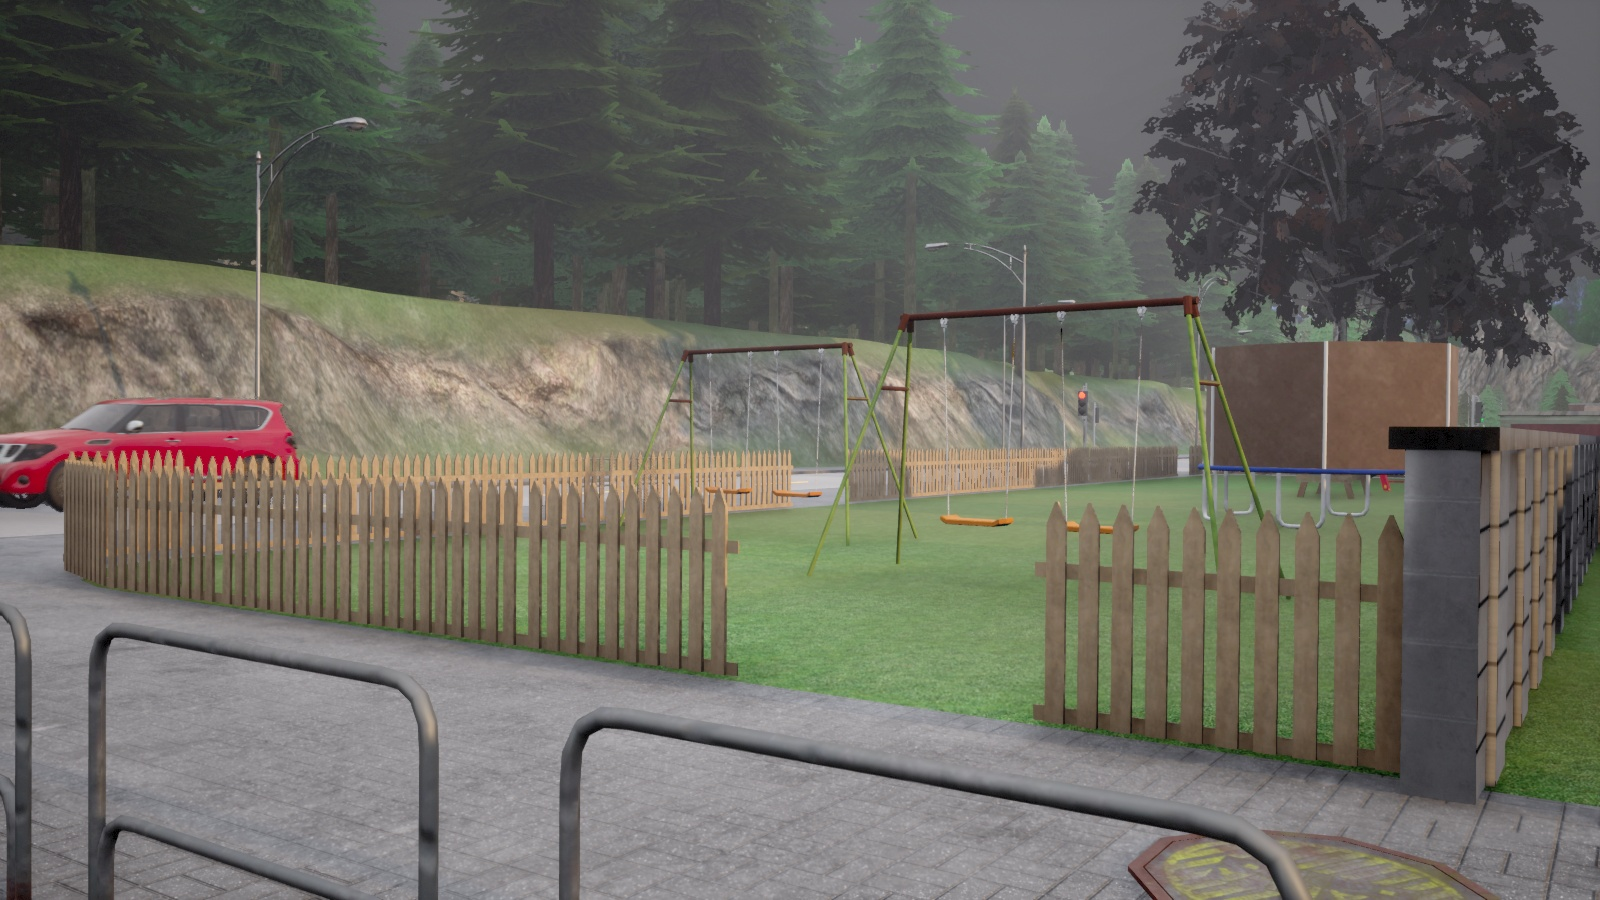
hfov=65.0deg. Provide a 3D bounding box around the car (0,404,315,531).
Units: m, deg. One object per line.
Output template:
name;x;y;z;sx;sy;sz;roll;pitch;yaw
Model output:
car;-12.045;0.243;23.142;2.150;2.045;5.566;0;1;34
